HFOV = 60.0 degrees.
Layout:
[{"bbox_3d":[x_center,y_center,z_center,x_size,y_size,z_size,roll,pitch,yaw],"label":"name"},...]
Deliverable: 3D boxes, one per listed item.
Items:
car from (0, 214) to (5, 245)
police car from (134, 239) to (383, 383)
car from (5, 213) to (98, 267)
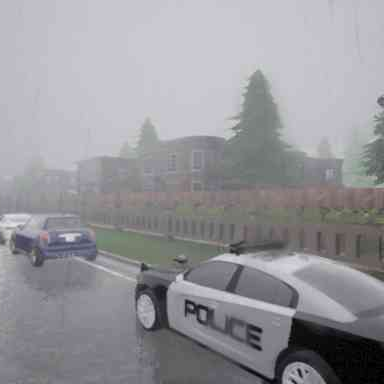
[{"bbox_3d":[-9.237,1.841,17.372,1.812,1.442,4.674,2,-2,-39],"label":"car"},{"bbox_3d":[0.873,1.562,5.116,1.930,1.638,5.238,2,-2,-39],"label":"police car"},{"bbox_3d":[-5.400,1.599,12.724,2.097,1.767,4.553,2,-2,-39],"label":"car"}]
